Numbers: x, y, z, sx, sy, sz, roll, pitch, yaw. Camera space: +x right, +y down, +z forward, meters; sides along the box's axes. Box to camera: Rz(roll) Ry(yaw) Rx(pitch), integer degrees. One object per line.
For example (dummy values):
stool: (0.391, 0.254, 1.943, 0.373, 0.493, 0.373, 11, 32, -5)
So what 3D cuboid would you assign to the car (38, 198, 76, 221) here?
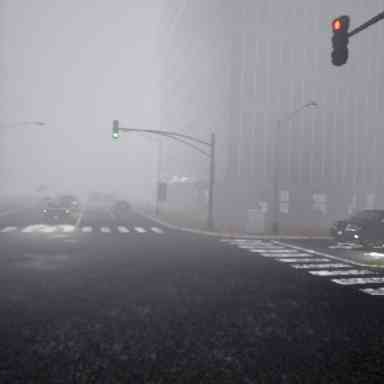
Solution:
car: (-9.871, 1.384, 24.664, 1.895, 1.301, 4.718, 2, 0, -17)

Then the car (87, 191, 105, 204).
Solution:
car: (-16.156, 0.927, 55.107, 2.150, 2.045, 5.566, 2, 0, -17)

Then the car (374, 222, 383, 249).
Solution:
car: (11.345, 2.397, 16.028, 4.181, 1.385, 1.994, 3, -1, -20)

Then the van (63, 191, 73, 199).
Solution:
van: (-28.163, 0.690, 75.689, 1.690, 1.788, 3.998, 2, 0, -17)

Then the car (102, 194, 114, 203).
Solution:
car: (-15.760, 1.195, 62.161, 1.967, 1.590, 4.097, 2, 0, -17)

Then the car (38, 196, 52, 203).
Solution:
car: (-16.781, 1.180, 38.709, 1.802, 1.307, 4.206, 2, 0, -17)

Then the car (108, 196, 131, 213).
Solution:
car: (-7.581, 1.495, 35.763, 1.947, 1.339, 4.313, 2, 0, -17)

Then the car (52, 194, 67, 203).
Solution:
car: (-21.662, 1.060, 54.557, 1.947, 1.339, 4.313, 2, 0, -17)

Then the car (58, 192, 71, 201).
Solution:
car: (-24.912, 0.861, 65.123, 1.967, 1.590, 4.097, 2, 0, -17)

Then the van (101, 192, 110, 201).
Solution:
van: (-19.011, 1.023, 72.726, 1.690, 1.788, 3.998, 2, 0, -17)

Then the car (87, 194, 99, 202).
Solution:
car: (-19.306, 1.135, 64.965, 2.128, 1.511, 4.902, 2, 0, -17)

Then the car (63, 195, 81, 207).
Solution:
car: (-16.060, 1.205, 44.765, 2.033, 1.411, 5.357, 2, 0, -17)

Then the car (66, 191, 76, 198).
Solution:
car: (-31.416, 0.591, 86.254, 2.192, 1.841, 5.009, 2, 0, -17)

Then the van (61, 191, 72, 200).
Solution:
van: (-26.536, 0.726, 70.406, 1.690, 1.788, 3.998, 2, 0, -17)

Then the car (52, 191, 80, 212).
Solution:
car: (-12.891, 1.074, 34.480, 2.097, 1.767, 4.553, 2, 0, -17)

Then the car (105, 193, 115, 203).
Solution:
car: (-14.128, 1.106, 56.878, 2.192, 1.841, 5.009, 2, 0, -17)

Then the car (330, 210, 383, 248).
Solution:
car: (10.767, 2.058, 19.266, 5.566, 2.045, 2.150, 3, -1, -20)
